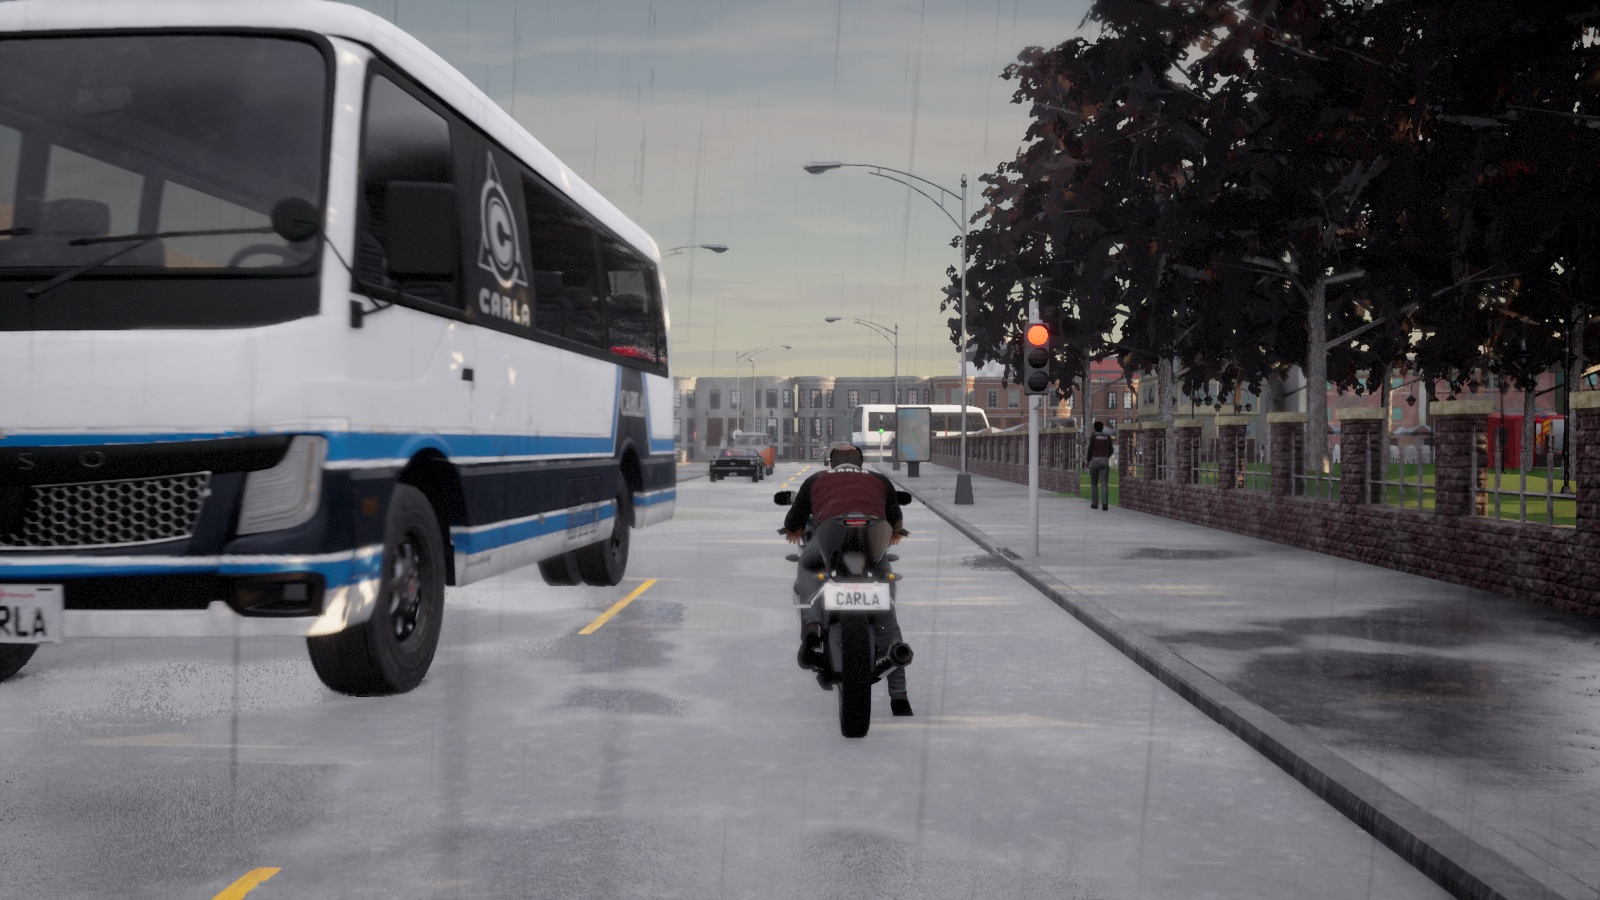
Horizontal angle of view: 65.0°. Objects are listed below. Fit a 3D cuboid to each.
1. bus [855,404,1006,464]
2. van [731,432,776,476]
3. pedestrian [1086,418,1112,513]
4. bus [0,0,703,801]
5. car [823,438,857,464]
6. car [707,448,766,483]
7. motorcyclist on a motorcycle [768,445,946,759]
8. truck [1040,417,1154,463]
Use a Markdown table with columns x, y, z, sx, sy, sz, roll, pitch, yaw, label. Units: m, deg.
| x | y | z | sx | sy | sz | roll | pitch | yaw | label |
| --- | --- | --- | --- | --- | --- | --- | --- | --- | --- |
| 9.446 | -1.140 | 91.624 | 10.273 | 4.253 | 3.944 | 0 | 0 | -12 | bus |
| -2.134 | 0.169 | 58.141 | 1.775 | 1.987 | 4.442 | 0 | 0 | 2 | van |
| 6.175 | 0.315 | 25.951 | 0.402 | 1.930 | 0.666 | 0 | 0 | 2 | pedestrian |
| -3.574 | -0.692 | 10.490 | 3.944 | 4.253 | 10.273 | 0 | 0 | 5 | bus |
| 2.638 | 0.064 | 81.956 | 2.152 | 1.651 | 5.027 | 0 | 0 | 2 | car |
| -2.426 | 0.568 | 49.116 | 1.895 | 1.301 | 4.718 | 0 | 0 | 2 | car |
| 0.271 | 0.741 | 7.237 | 0.866 | 1.530 | 2.191 | 0 | 0 | 0 | motorcyclist on a motorcycle |
| 22.212 | -0.750 | 94.248 | 7.936 | 3.462 | 2.891 | 0 | 0 | 2 | truck |
